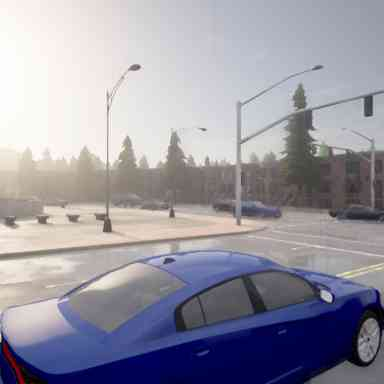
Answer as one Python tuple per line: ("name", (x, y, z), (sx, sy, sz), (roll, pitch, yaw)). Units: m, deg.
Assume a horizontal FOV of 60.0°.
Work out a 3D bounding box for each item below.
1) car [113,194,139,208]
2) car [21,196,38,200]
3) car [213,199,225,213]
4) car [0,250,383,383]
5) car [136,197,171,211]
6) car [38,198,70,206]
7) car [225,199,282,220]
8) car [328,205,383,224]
("car", (-9.378, 1.243, 49.802), (5.566, 2.045, 2.150), (0, 0, 34))
("car", (-29.923, 1.515, 60.651), (4.892, 1.490, 1.837), (0, 0, 5))
("car", (4.311, 1.501, 35.625), (1.882, 1.535, 5.008), (0, 1, -37))
("car", (0.429, 1.480, 4.102), (5.008, 1.535, 1.882), (0, 0, -35))
("car", (-4.501, 1.583, 41.051), (1.994, 1.385, 4.181), (0, 0, -44))
("car", (-21.253, 1.576, 51.935), (4.181, 1.385, 1.994), (0, 0, 19))
("car", (5.363, 1.497, 28.253), (1.882, 1.535, 5.008), (0, 0, -35))
("car", (13.003, 1.624, 25.097), (4.718, 1.301, 1.895), (0, 0, 42))
